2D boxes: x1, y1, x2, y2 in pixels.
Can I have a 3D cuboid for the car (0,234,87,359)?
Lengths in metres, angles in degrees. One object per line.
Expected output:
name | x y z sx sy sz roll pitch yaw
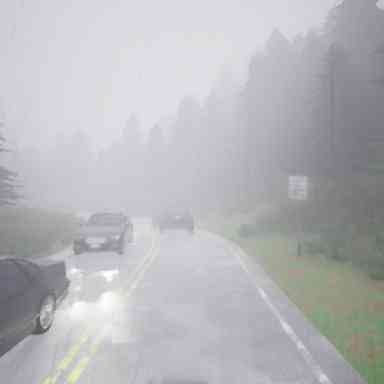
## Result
car | -3.267 1.586 4.139 2.033 1.411 5.357 0 -1 1

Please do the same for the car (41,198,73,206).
car | -17.422 1.508 42.581 5.008 1.535 1.882 2 -4 31

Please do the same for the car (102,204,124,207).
car | -5.652 1.642 24.105 1.882 1.535 5.008 2 -1 -22

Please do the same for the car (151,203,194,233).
car | -1.365 1.600 21.607 2.097 1.767 4.553 1 -1 -14

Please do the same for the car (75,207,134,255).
car | -3.556 1.627 14.058 2.128 1.511 4.902 0 0 -4
